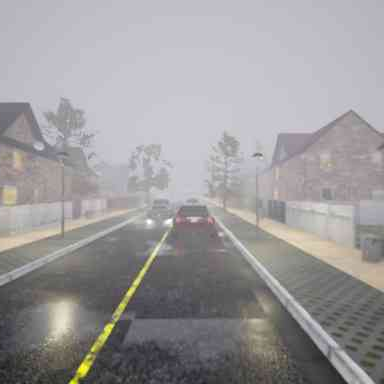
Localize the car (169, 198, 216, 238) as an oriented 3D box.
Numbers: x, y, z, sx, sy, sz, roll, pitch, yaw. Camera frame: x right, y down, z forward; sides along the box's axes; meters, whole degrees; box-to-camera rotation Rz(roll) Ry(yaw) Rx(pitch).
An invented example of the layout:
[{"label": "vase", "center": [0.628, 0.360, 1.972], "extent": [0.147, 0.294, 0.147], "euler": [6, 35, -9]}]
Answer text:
[{"label": "car", "center": [0.099, 1.361, 17.725], "extent": [2.097, 1.767, 4.553], "euler": [0, 0, 0]}]

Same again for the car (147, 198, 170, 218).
[{"label": "car", "center": [-2.756, 1.367, 30.091], "extent": [2.097, 1.767, 4.553], "euler": [0, 0, 0]}]

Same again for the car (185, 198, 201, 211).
[{"label": "car", "center": [0.097, 1.509, 41.984], "extent": [1.882, 1.535, 5.008], "euler": [0, 0, 0]}]
